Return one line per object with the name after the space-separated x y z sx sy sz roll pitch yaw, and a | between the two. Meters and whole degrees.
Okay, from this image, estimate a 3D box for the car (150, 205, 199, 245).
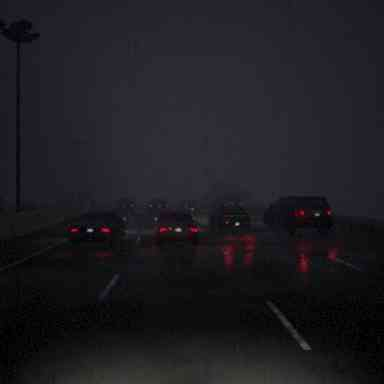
-0.780 1.586 15.850 2.033 1.411 5.357 0 0 -5 | car

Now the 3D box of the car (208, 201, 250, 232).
2.209 1.540 20.697 2.128 1.511 4.902 0 0 -6 | car

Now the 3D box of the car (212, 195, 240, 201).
3.537 1.304 35.207 2.150 2.045 5.566 0 0 -11 | car

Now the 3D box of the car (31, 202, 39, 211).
-18.738 1.660 38.065 1.994 1.385 4.181 0 0 -13 | car

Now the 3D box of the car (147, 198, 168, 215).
-3.664 1.439 35.405 2.097 1.767 4.553 0 0 -11 | car

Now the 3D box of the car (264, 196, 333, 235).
5.926 1.261 19.177 2.150 2.045 5.566 0 -1 -6 | car

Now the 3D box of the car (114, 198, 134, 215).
-7.146 1.439 34.973 2.097 1.767 4.553 0 0 -11 | car

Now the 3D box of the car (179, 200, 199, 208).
-0.419 1.615 37.084 1.812 1.442 4.674 0 0 -11 | car

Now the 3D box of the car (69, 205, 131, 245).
-4.281 1.587 15.704 2.033 1.411 5.357 0 0 -5 | car
